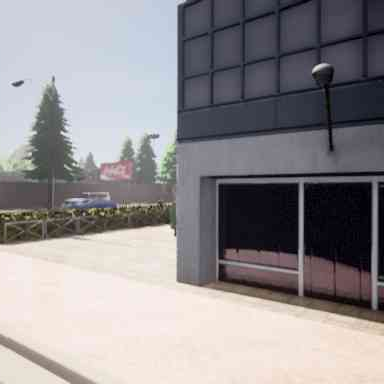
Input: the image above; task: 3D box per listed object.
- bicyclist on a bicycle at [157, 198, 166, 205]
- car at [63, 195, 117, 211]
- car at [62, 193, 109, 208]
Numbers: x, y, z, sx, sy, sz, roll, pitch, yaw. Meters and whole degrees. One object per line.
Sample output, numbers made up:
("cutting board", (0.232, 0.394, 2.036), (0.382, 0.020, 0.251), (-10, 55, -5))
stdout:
("bicyclist on a bicycle", (-2.264, 1.228, 23.717), (1.656, 1.620, 0.582), (0, 0, 36))
("car", (-9.769, 1.352, 32.930), (1.882, 1.535, 5.008), (0, 0, 36))
("car", (-11.401, 1.079, 36.651), (2.150, 2.045, 5.566), (0, 0, 36))
